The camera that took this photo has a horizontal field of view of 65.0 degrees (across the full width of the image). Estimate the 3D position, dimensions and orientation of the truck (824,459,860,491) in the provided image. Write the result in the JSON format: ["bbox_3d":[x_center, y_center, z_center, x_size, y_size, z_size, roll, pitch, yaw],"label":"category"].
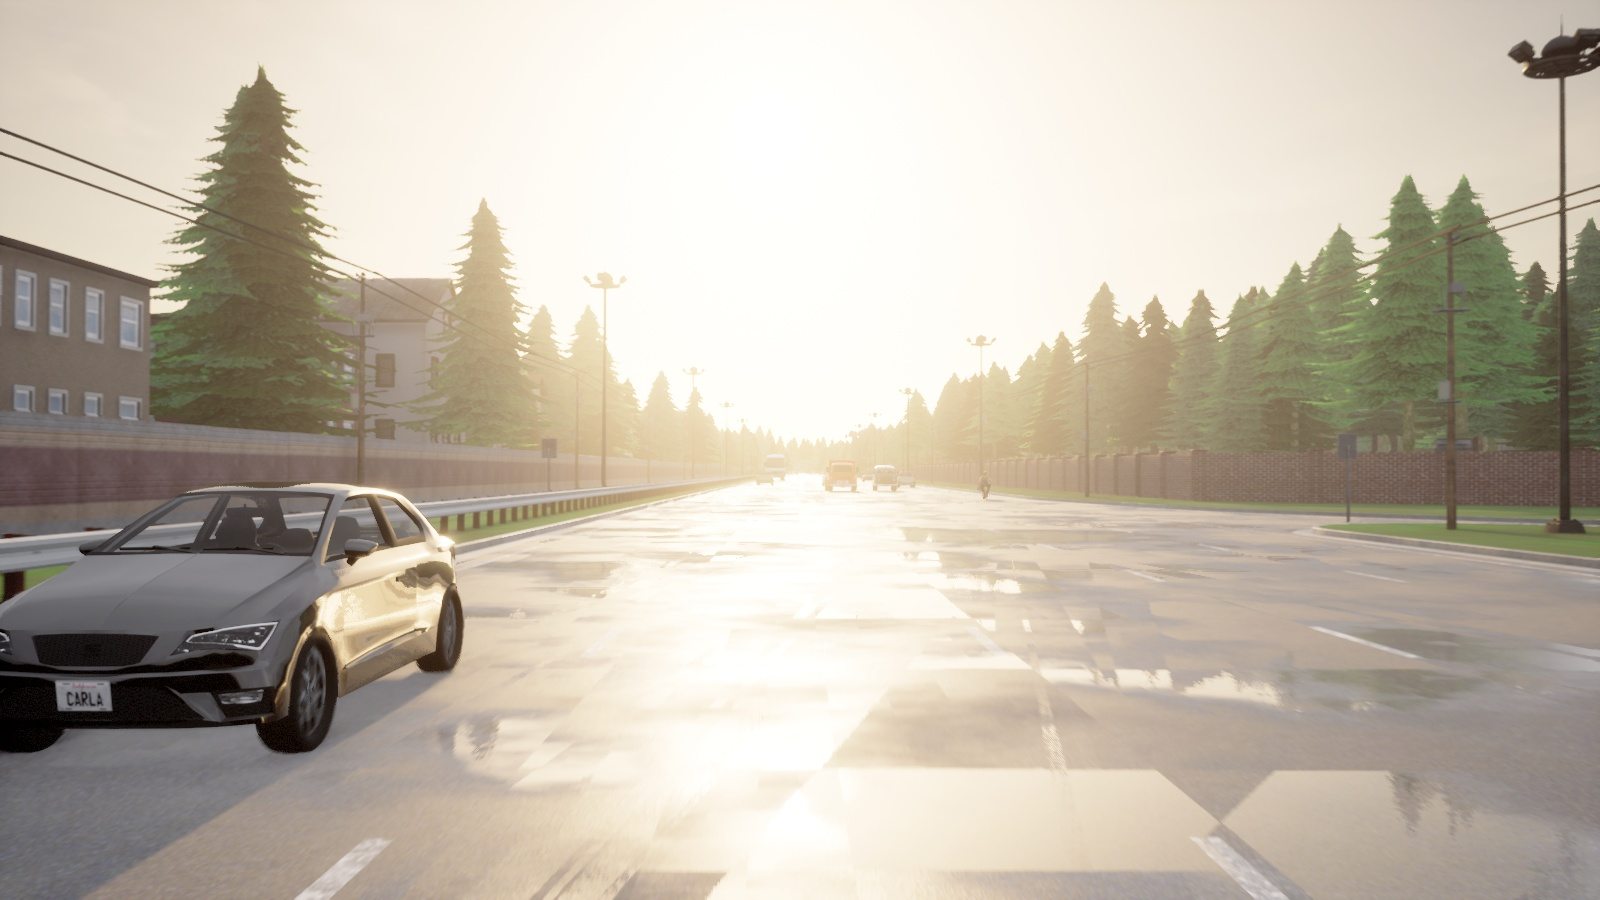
[{"bbox_3d":[3.255,1.964,98.607,2.627,2.467,5.204,0,-1,0],"label":"truck"}]

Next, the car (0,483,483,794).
[{"bbox_3d":[-3.520,0.980,8.260,1.816,1.474,4.193,0,-1,0],"label":"car"}]
